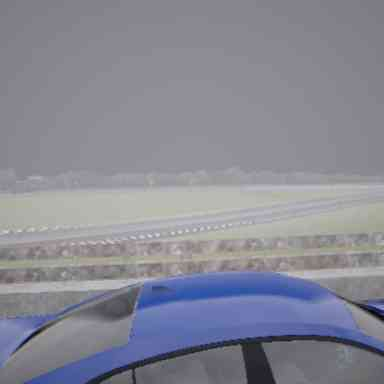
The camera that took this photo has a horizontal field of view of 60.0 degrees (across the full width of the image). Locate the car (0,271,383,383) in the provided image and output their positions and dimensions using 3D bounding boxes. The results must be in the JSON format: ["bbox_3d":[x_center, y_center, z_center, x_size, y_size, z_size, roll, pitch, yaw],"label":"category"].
[{"bbox_3d":[0.613,1.423,2.508,5.008,1.535,1.882,-2,1,-4],"label":"car"}]
